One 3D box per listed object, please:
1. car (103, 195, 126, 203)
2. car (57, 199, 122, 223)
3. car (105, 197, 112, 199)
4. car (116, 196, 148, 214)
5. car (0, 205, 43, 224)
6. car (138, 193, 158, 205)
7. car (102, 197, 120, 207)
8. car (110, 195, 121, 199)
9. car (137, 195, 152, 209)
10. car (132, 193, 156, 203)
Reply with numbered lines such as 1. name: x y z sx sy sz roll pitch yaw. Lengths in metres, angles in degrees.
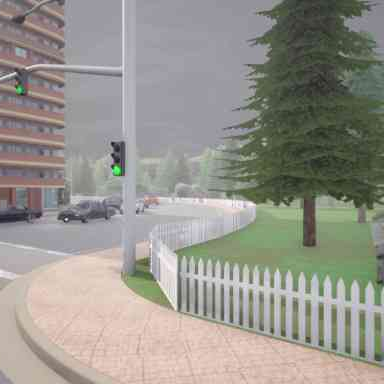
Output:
1. car: -15.863 1.434 67.873 4.902 1.511 2.128 0 0 41
2. car: -7.798 1.492 25.283 2.033 1.411 5.357 0 0 17
3. car: -9.882 1.492 31.835 2.033 1.411 5.357 0 0 8
4. car: -6.169 1.470 34.727 1.812 1.442 4.674 0 0 3
5. car: -12.683 1.545 22.602 1.895 1.301 4.718 0 0 23
6. car: -7.490 1.296 56.990 2.097 1.767 4.553 0 0 -29
7. car: -12.649 1.508 51.565 1.994 1.385 4.181 0 0 -24
8. car: -9.795 1.492 41.909 2.033 1.411 5.357 0 0 -7
9. car: -6.925 1.470 44.918 1.812 1.442 4.674 0 0 -13
10. car: -9.583 1.166 66.430 2.150 2.045 5.566 0 0 -40
